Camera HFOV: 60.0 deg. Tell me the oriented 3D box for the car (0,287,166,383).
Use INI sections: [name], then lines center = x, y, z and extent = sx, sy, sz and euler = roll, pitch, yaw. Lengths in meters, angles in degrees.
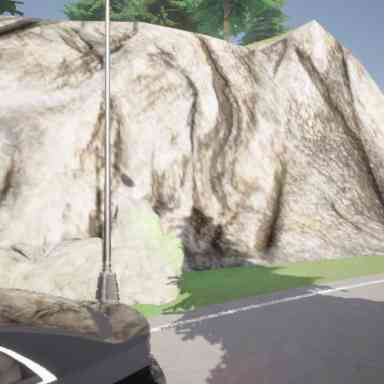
[car]
center = -2.501, 1.505, 1.887
extent = 4.892, 1.490, 1.837
euler = 0, 0, -34
